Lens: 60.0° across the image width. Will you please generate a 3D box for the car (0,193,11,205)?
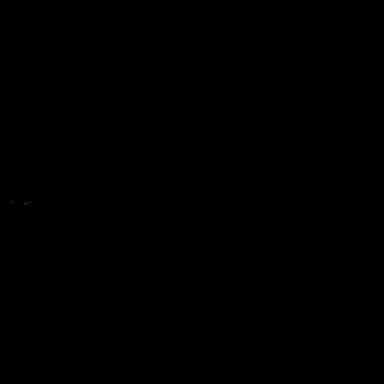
[{"bbox_3d":[-16.799,0.444,27.059,1.837,1.490,4.892,5,4,2],"label":"car"}]
